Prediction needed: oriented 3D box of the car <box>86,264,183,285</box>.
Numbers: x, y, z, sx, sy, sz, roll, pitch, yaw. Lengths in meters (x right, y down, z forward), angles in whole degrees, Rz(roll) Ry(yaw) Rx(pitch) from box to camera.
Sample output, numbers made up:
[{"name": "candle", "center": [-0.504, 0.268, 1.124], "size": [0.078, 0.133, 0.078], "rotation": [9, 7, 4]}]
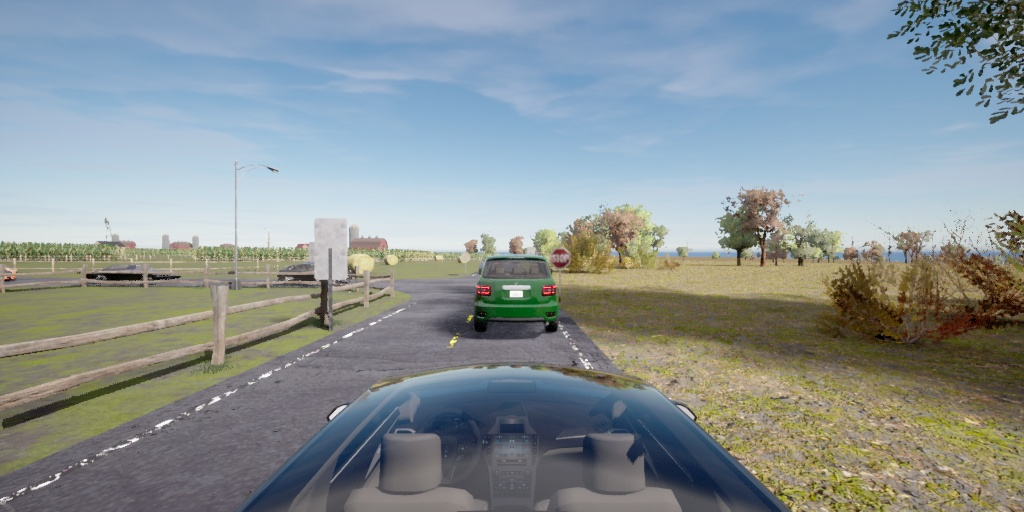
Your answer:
[{"name": "car", "center": [-25.226, 1.208, 24.086], "size": [4.718, 1.301, 1.895], "rotation": [0, 1, 0]}]

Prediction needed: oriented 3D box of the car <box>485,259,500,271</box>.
[{"name": "car", "center": [-2.742, 1.260, 51.650], "size": [1.882, 1.535, 5.008], "rotation": [0, 0, 0]}]

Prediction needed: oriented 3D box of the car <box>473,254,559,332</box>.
[{"name": "car", "center": [0.114, 0.972, 10.980], "size": [2.150, 2.045, 5.566], "rotation": [0, 0, 0]}]

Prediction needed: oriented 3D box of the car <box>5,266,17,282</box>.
[{"name": "car", "center": [-36.505, 0.880, 24.002], "size": [4.553, 1.767, 2.097], "rotation": [0, 1, -1]}]

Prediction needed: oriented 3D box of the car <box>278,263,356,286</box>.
[{"name": "car", "center": [-12.996, 1.199, 24.031], "size": [4.892, 1.490, 1.837], "rotation": [0, 0, 3]}]

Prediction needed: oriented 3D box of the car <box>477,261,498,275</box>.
[{"name": "car", "center": [-2.770, 1.318, 41.537], "size": [2.033, 1.411, 5.357], "rotation": [0, 0, 0]}]

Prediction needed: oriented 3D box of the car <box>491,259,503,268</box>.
[{"name": "car", "center": [-2.683, 1.310, 64.914], "size": [1.837, 1.490, 4.892], "rotation": [0, 0, 1]}]
